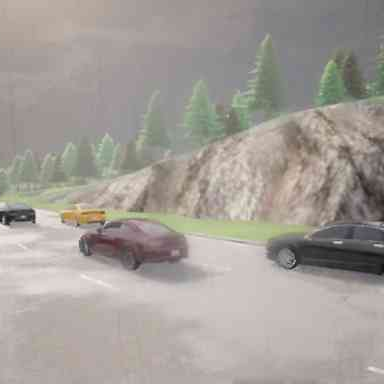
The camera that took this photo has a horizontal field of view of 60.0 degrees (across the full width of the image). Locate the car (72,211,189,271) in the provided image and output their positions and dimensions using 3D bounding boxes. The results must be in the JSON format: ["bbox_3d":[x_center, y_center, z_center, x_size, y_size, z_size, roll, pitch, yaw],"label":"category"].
[{"bbox_3d":[-2.058,1.581,11.181,1.812,1.442,4.674,0,0,-43],"label":"car"}]

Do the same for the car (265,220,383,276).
[{"bbox_3d":[4.544,1.588,9.699,4.892,1.490,1.837,0,0,38],"label":"car"}]

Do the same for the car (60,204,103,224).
[{"bbox_3d":[-7.870,1.574,23.716,1.882,1.535,5.008,1,0,-38],"label":"car"}]

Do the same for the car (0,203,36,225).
[{"bbox_3d":[-13.041,1.551,24.642,1.882,1.535,5.008,1,0,-38],"label":"car"}]
